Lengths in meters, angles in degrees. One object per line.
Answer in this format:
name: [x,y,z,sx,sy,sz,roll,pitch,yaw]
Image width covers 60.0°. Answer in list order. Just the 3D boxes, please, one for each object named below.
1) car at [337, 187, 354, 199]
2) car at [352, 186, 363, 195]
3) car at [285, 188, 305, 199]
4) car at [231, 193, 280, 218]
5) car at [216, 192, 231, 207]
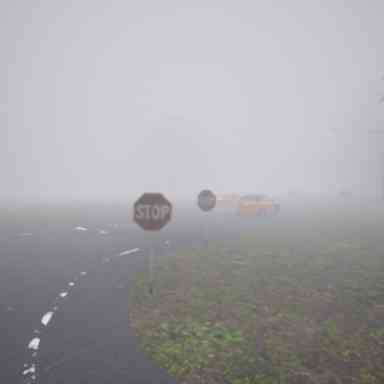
car: [25.699,0.353,56.091,1.837,1.490,4.892,2,2,30]
car: [39.729,-0.363,80.221,2.150,2.045,5.566,2,2,36]
car: [16.995,0.111,54.650,2.097,1.767,4.553,2,2,36]
car: [5.318,0.959,26.408,2.097,1.767,4.553,2,2,36]
car: [3.756,0.795,36.233,1.882,1.535,5.008,2,3,36]
